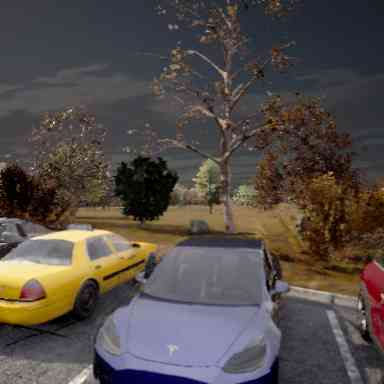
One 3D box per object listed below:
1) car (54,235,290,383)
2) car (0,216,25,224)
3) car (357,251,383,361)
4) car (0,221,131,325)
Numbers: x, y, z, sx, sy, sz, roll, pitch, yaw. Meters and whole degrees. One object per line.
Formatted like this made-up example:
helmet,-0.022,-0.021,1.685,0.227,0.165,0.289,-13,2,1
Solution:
car,0.392,1.511,5.194,2.163,1.488,4.792,1,-1,15
car,-5.132,1.473,9.160,2.231,1.521,4.892,0,-1,16
car,3.168,1.361,3.283,2.185,1.767,4.553,1,-1,16
car,-2.322,1.476,7.373,1.946,1.575,5.366,0,-1,16
